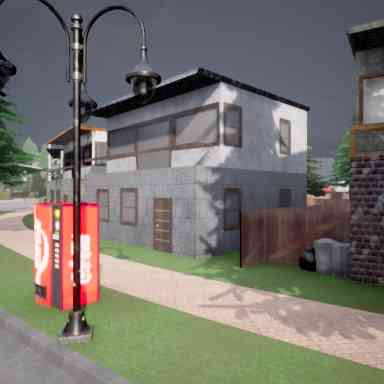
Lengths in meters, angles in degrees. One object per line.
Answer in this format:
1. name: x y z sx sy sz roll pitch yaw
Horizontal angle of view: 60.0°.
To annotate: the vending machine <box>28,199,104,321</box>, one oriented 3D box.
1. vending machine: -2.452 1.195 6.491 0.880 2.100 1.100 0 0 42
